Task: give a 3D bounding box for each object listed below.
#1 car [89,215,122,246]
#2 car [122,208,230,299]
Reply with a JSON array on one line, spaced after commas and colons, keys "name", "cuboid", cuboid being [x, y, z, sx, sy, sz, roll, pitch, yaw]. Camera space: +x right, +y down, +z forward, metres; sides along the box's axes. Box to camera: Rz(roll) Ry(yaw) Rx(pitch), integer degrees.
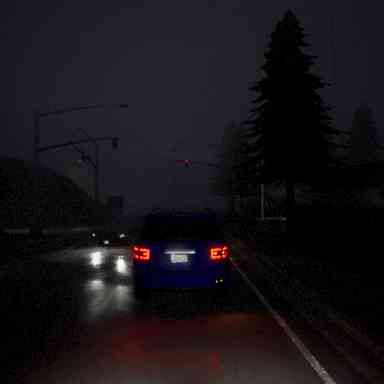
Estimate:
[{"name": "car", "cuboid": [-3.438, 1.950, 17.731, 2.033, 1.411, 5.357, 0, -1, 10]}, {"name": "car", "cuboid": [-0.240, 1.439, 9.239, 2.150, 2.045, 5.566, 0, -1, 0]}]
